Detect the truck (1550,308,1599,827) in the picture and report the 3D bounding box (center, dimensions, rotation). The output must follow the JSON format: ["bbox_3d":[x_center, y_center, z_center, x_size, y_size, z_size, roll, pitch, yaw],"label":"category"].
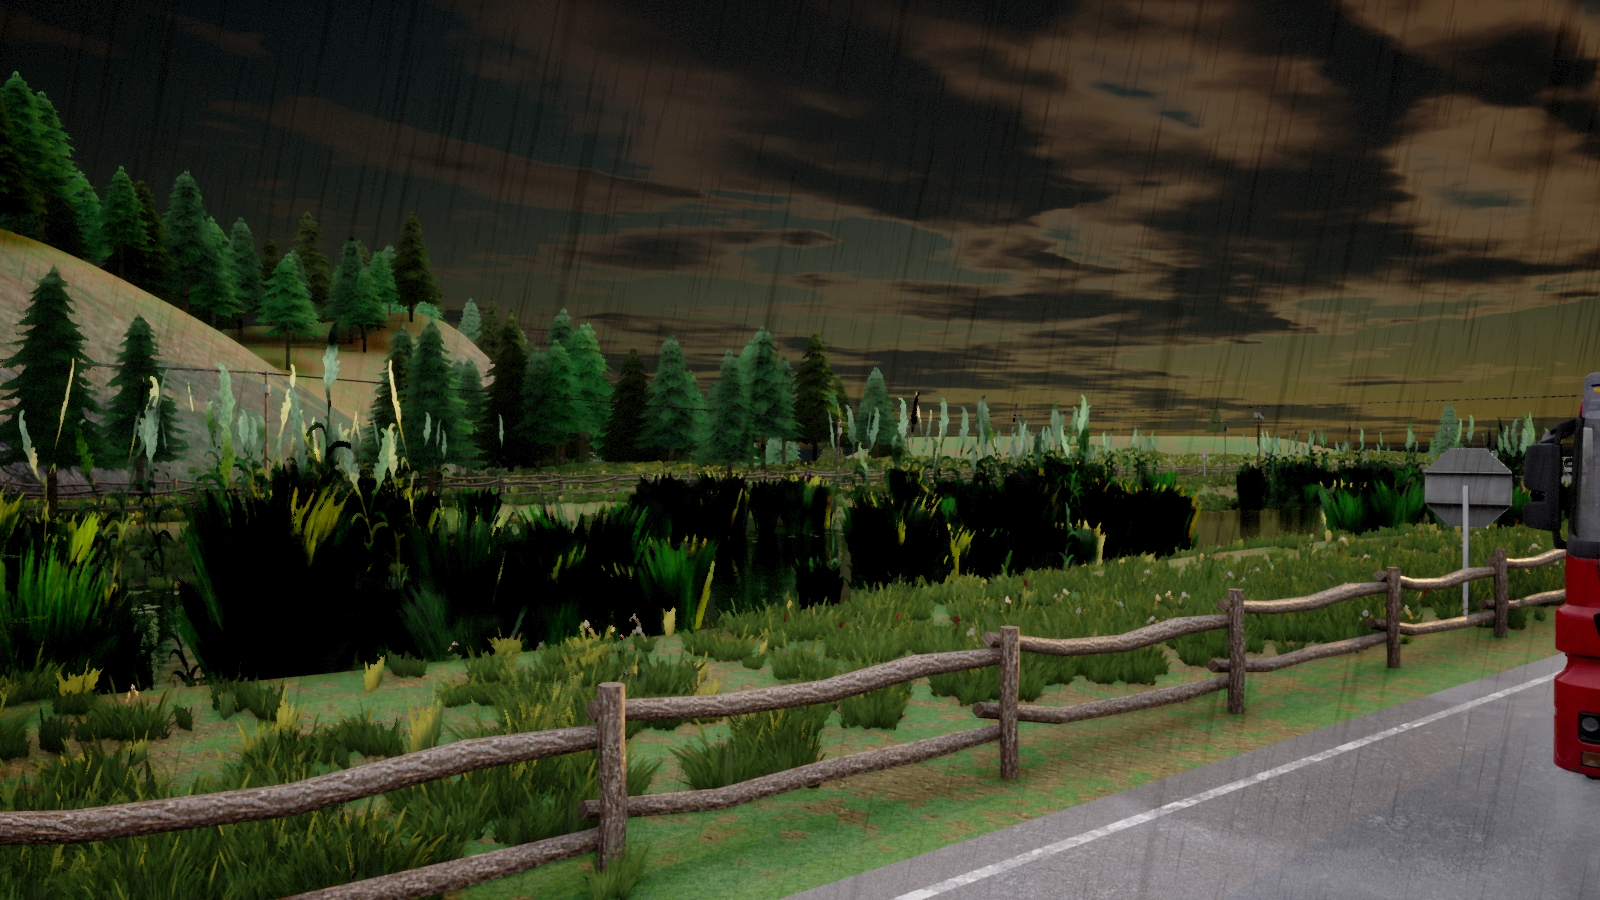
[{"bbox_3d":[9.482,0.862,10.938,2.891,3.827,8.468,0,0,40],"label":"truck"}]

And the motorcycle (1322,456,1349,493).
[{"bbox_3d":[34.910,1.577,74.485,2.033,2.348,0.803,0,0,-39],"label":"motorcycle"}]
